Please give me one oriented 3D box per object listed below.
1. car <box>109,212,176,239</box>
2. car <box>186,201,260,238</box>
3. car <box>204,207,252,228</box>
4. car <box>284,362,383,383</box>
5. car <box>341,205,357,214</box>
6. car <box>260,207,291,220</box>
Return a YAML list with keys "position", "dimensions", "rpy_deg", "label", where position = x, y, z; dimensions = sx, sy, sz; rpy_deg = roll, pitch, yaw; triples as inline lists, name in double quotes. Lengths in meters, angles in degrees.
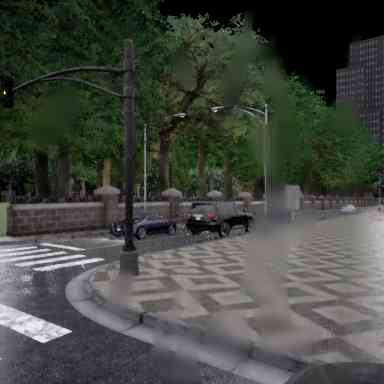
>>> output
- position: [-2.781, 1.887, 19.520]
  dimensions: [1.994, 1.385, 4.181]
  rpy_deg: [0, -1, 35]
  label: "car"
- position: [1.892, 1.612, 20.581]
  dimensions: [2.150, 2.045, 5.566]
  rpy_deg: [0, -1, 35]
  label: "car"
- position: [3.108, 2.037, 27.819]
  dimensions: [1.837, 1.490, 4.892]
  rpy_deg: [0, -2, 35]
  label: "car"
- position: [2.349, 1.551, 1.281]
  dimensions: [4.403, 1.369, 2.008]
  rpy_deg: [0, 0, 36]
  label: "car"
- position: [25.247, 2.769, 53.500]
  dimensions: [1.812, 1.442, 4.674]
  rpy_deg: [0, -1, 35]
  label: "car"
- position: [9.086, 2.348, 36.233]
  dimensions: [1.895, 1.301, 4.718]
  rpy_deg: [0, -1, 35]
  label: "car"
